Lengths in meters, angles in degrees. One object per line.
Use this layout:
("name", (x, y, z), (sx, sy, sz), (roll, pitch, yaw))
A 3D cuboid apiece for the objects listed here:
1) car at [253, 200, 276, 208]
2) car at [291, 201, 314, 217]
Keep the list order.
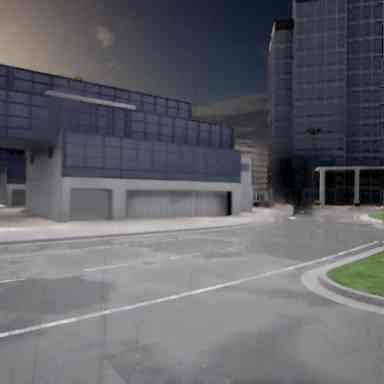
("car", (11.197, 1.925, 53.327), (1.895, 1.301, 4.718), (1, 0, -27))
("car", (11.479, 1.756, 34.583), (1.837, 1.490, 4.892), (0, 0, 18))
